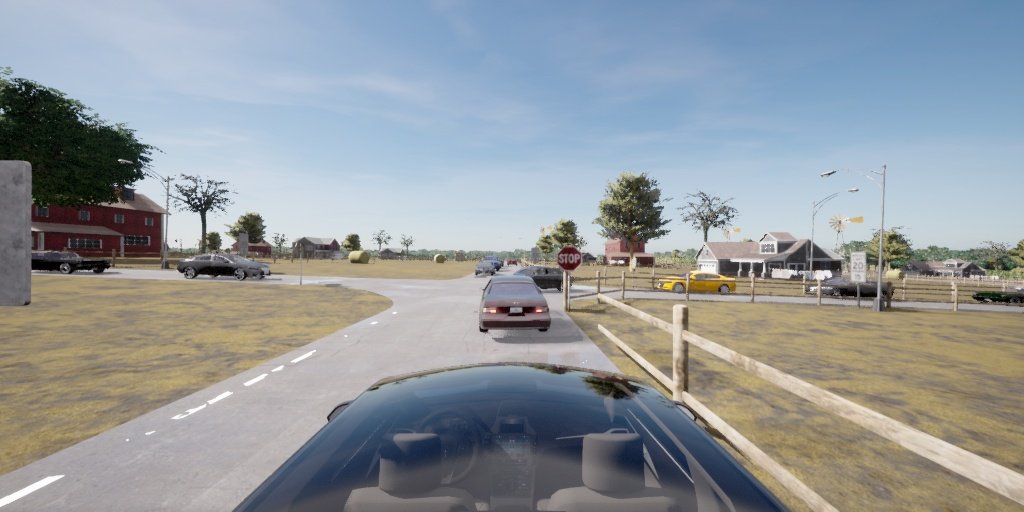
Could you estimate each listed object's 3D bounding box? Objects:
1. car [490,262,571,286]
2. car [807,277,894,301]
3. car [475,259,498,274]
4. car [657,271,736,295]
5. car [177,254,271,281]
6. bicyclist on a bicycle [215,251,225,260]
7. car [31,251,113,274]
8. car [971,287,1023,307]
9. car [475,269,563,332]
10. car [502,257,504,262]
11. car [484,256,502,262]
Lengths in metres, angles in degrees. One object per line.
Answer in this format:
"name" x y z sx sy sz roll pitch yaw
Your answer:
"car" 1.383 1.351 21.243 4.892 1.490 1.837 3 -1 -36
"car" 23.096 2.205 24.600 4.902 1.511 2.128 2 0 0
"car" -2.831 1.289 38.351 1.812 1.442 4.674 0 0 0
"car" 12.573 1.771 24.540 5.008 1.535 1.882 2 0 -2
"car" -17.245 0.630 21.623 4.902 1.511 2.128 2 0 0
"bicyclist on a bicycle" -22.604 0.406 27.605 0.582 1.620 1.656 2 0 0
"car" -27.348 0.366 21.619 4.718 1.301 1.895 2 0 0
"car" 34.832 2.794 24.598 4.718 1.301 1.895 2 0 0
"car" -0.029 1.299 10.822 2.033 1.411 5.357 0 0 -3
"car" -2.803 1.134 58.374 2.097 1.767 4.553 0 0 0
"car" -2.813 0.991 48.314 2.150 2.045 5.566 0 0 0
